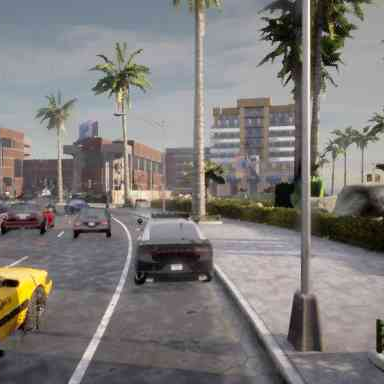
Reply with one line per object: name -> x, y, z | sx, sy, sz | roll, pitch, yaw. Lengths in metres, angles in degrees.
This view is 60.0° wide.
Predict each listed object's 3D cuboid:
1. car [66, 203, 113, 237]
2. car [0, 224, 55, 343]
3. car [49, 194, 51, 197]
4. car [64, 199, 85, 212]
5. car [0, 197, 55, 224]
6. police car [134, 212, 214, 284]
car -> -5.327, 1.544, 18.019 | 2.033, 1.411, 5.357 | 0, 0, -14
car -> -3.258, 1.453, 3.755 | 1.801, 1.575, 5.366 | 0, 0, -4
car -> -15.161, 1.338, 33.440 | 2.097, 1.767, 4.553 | 0, 0, -31
car -> -12.365, 1.515, 35.577 | 1.812, 1.442, 4.674 | 0, 0, -31
car -> -9.300, 1.344, 19.267 | 2.097, 1.767, 4.553 | 0, 0, -15
police car -> -0.655, 1.424, 9.771 | 1.930, 1.638, 5.238 | 0, 0, -7
